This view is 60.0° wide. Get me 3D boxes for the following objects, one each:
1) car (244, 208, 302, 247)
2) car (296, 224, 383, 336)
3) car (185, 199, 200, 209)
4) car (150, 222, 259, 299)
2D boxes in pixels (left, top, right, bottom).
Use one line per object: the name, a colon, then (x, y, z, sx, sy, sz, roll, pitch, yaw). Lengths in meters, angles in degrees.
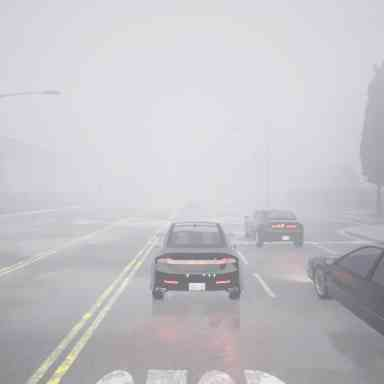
car: (3.574, 1.505, 15.116, 1.837, 1.490, 4.892, 0, 0, 0)
car: (3.591, 1.547, 5.370, 2.033, 1.411, 5.357, 0, 0, 0)
car: (0.023, 1.601, 44.135, 1.895, 1.301, 4.718, 0, 0, 0)
car: (0.086, 1.492, 8.417, 2.128, 1.511, 4.902, 0, 0, 0)
